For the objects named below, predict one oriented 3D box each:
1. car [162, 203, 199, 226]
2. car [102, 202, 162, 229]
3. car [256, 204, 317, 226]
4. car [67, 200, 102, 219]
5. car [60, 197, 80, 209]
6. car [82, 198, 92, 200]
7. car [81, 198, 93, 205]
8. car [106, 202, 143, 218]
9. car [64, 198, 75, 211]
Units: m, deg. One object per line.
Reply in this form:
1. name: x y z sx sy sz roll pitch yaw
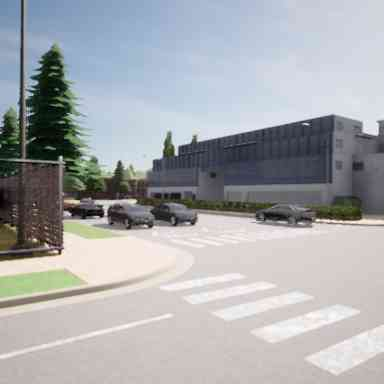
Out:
1. car: -1.423 1.609 24.764 1.837 1.490 4.892 0 0 -35
2. car: -4.212 1.586 22.650 1.837 1.490 4.892 0 0 -35
3. car: 6.964 1.641 25.011 2.128 1.511 4.902 0 0 -36
4. car: -9.534 1.682 30.229 1.895 1.301 4.718 0 0 -35
5. car: -18.209 1.585 49.305 1.882 1.535 5.008 0 0 -31
6. car: -12.267 1.706 40.273 1.895 1.301 4.718 0 0 -35
7. car: -20.235 1.755 64.225 1.895 1.301 4.718 0 0 -12
8. car: -6.537 1.668 32.062 1.994 1.385 4.181 0 0 -35
9. car: -15.192 1.683 38.359 1.895 1.301 4.718 0 0 -34
